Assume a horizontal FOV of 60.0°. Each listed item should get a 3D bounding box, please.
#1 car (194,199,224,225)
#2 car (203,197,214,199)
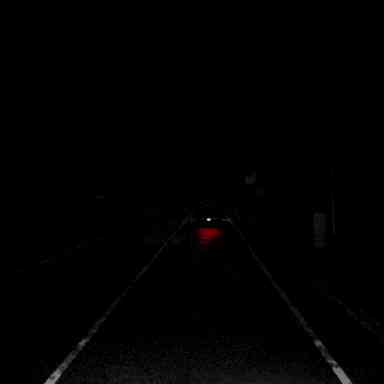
[{"bbox_3d":[1.229,1.543,24.284,1.837,1.490,4.892,0,0,3],"label":"car"},{"bbox_3d":[1.985,1.423,41.562,2.097,1.767,4.553,0,0,1],"label":"car"}]
